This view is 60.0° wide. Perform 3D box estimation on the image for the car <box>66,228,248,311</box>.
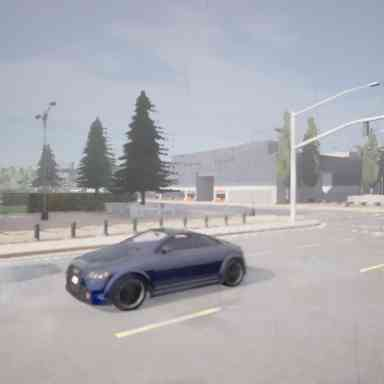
[{"bbox_3d":[-0.688,1.560,7.759,4.181,1.385,1.994,0,0,-35],"label":"car"}]
